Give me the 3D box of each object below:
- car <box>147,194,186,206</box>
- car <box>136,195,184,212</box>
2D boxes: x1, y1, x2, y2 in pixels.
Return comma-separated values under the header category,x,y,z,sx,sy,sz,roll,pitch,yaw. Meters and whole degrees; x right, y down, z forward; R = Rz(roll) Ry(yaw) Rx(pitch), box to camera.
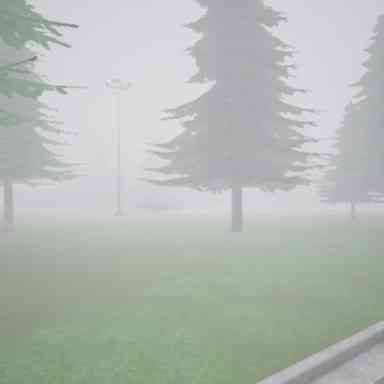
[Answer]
category,x,y,z,sx,sy,sz,roll,pitch,yaw
car,-3.552,1.238,44.355,5.566,2.045,2.150,0,0,2
car,-3.792,1.466,37.360,5.008,1.535,1.882,0,0,2
